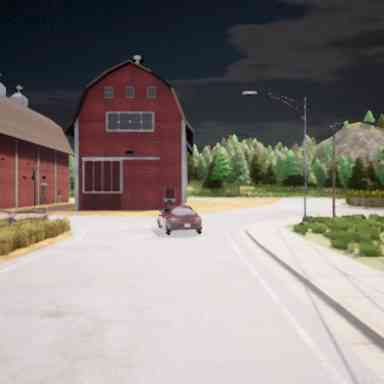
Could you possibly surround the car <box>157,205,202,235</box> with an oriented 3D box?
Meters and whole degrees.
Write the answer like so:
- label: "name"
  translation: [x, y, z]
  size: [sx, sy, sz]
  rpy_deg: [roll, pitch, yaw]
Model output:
- label: "car"
  translation: [-0.750, 1.437, 18.357]
  size: [1.812, 1.442, 4.674]
  rpy_deg: [0, 1, -13]
